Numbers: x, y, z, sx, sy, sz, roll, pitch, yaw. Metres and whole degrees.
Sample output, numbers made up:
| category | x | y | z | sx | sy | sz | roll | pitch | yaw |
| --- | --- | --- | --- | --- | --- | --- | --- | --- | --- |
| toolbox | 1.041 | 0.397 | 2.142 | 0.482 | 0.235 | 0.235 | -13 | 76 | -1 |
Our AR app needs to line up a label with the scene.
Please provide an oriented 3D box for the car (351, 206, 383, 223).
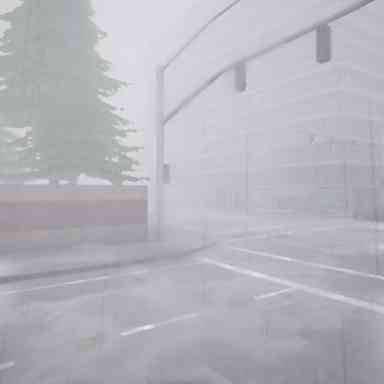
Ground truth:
| category | x | y | z | sx | sy | sz | roll | pitch | yaw |
| --- | --- | --- | --- | --- | --- | --- | --- | --- | --- |
| car | 13.583 | 1.554 | 22.860 | 1.895 | 1.301 | 4.718 | 0 | 0 | -35 |
